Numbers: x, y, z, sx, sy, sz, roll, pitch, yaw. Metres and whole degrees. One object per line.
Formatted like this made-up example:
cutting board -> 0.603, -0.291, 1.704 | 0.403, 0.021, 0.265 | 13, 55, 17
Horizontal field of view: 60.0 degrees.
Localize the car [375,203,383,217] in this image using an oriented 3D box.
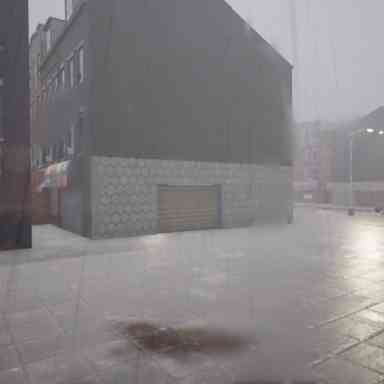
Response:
car -> 17.805, 1.414, 27.486 | 2.128, 1.511, 4.902 | -1, 1, -35
